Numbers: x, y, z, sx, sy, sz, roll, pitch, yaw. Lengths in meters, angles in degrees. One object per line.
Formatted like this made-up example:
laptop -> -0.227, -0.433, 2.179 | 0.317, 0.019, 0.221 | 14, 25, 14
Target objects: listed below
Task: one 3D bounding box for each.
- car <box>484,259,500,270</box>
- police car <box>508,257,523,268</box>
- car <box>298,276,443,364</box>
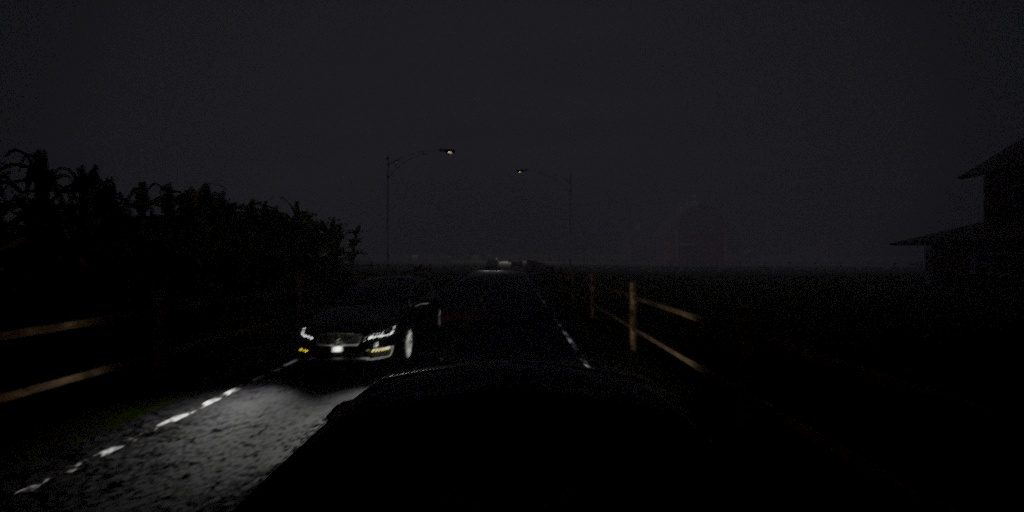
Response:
car -> -2.833, 1.222, 51.536 | 1.837, 1.490, 4.892 | 0, 0, 0
police car -> 0.800, 1.135, 60.406 | 1.930, 1.638, 5.238 | 0, 0, 0
car -> -2.842, 1.251, 8.263 | 1.837, 1.490, 4.892 | 0, 0, 0
